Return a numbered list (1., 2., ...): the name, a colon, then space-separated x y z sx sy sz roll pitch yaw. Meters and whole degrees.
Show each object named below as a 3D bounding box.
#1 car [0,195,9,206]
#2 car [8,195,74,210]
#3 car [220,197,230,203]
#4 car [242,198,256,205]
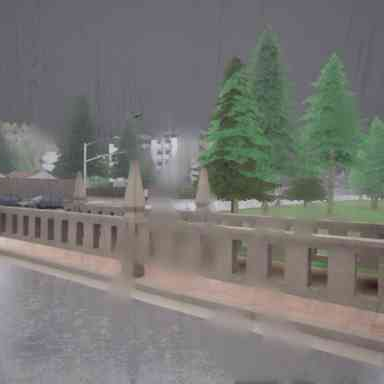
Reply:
1. car: -17.799 0.982 31.700 2.033 1.411 5.357 1 1 37
2. car: -13.744 1.048 31.240 2.033 1.411 5.357 1 1 38
3. car: 6.299 1.185 51.718 1.895 1.301 4.718 1 1 38
4. car: 9.195 1.141 49.741 2.128 1.511 4.902 1 1 38
